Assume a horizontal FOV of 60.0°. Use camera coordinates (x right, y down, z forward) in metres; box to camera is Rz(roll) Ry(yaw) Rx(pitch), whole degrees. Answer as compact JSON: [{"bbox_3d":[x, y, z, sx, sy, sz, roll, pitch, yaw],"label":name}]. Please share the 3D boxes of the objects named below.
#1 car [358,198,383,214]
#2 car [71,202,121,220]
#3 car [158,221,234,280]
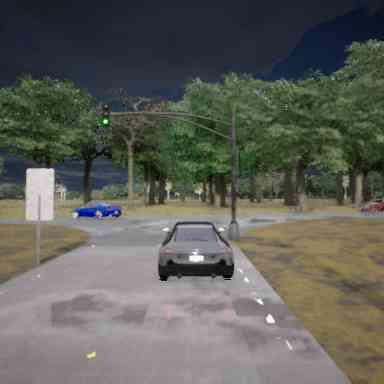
[{"bbox_3d":[17.838,1.281,30.712,4.674,1.442,1.812,-1,-2,0],"label":"car"},{"bbox_3d":[-8.455,1.622,29.169,5.008,1.535,1.882,-2,-3,32],"label":"car"},{"bbox_3d":[0.060,1.570,10.029,1.994,1.385,4.181,0,0,-1],"label":"car"}]
